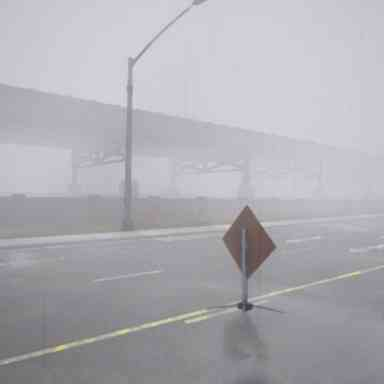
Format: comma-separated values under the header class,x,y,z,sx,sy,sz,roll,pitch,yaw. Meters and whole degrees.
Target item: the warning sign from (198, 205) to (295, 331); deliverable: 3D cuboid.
class,x,y,z,sx,sy,sz,roll,pitch,yaw
warning sign,0.934,1.165,5.837,1.060,1.860,1.300,1,-1,-35
